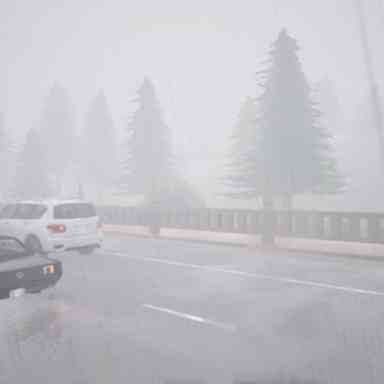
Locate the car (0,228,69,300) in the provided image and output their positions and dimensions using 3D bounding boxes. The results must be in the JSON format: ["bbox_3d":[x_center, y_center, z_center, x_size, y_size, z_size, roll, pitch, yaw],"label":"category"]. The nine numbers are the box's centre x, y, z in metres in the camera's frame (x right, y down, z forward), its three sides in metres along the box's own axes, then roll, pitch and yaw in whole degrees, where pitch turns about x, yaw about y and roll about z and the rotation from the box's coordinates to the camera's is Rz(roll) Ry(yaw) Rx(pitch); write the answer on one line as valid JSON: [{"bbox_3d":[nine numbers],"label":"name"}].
[{"bbox_3d":[-5.150,1.655,7.667,4.718,1.301,1.895,0,0,35],"label":"car"}]

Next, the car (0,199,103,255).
[{"bbox_3d":[-5.726,1.297,12.376,5.566,2.045,2.150,0,0,35],"label":"car"}]
